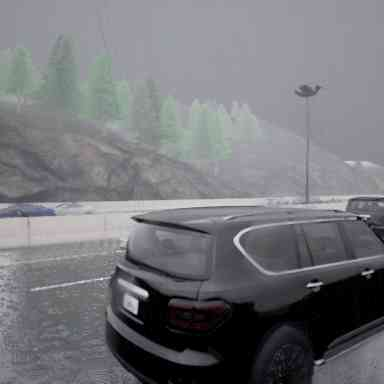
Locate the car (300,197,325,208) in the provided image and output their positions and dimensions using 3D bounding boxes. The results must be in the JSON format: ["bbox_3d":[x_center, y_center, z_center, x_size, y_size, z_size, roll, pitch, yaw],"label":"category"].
[{"bbox_3d":[18.122,1.542,49.952,1.882,1.535,5.008,0,0,40],"label":"car"}]

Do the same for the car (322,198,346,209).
[{"bbox_3d":[19.986,1.621,46.756,1.994,1.385,4.181,0,0,41],"label":"car"}]

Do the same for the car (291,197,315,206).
[{"bbox_3d":[18.702,1.566,56.054,2.128,1.511,4.902,0,0,40],"label":"car"}]

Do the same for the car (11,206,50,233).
[{"bbox_3d":[-10.400,1.644,18.158,4.718,1.301,1.895,0,0,-37],"label":"car"}]

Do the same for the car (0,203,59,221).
[{"bbox_3d":[-14.099,1.665,28.508,4.718,1.301,1.895,0,0,-38],"label":"car"}]

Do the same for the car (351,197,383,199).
[{"bbox_3d":[9.094,1.238,15.592,5.566,2.045,2.150,0,0,-41],"label":"car"}]

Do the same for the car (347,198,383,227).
[{"bbox_3d":[13.189,1.379,24.049,4.553,1.767,2.097,0,0,-43],"label":"car"}]

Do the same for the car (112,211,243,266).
[{"bbox_3d":[-0.385,1.548,12.364,4.674,1.442,1.812,0,0,-38],"label":"car"}]

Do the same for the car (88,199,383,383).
[{"bbox_3d":[1.523,1.229,4.988,5.566,2.045,2.150,0,0,-37],"label":"car"}]
